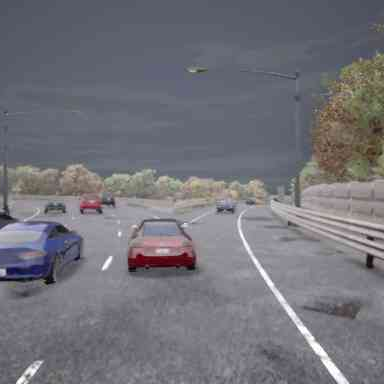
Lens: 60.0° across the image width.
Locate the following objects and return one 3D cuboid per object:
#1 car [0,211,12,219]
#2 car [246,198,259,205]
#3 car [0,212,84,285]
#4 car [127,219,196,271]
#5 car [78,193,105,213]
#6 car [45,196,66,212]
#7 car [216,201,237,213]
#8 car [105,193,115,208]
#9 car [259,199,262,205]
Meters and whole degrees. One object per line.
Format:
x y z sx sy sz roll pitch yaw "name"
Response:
-8.555 1.528 14.033 1.812 1.442 4.674 0 0 -10 "car"
12.082 1.940 67.887 1.837 1.490 4.892 0 -3 16 "car"
-4.338 1.527 9.279 1.812 1.442 4.674 0 0 -7 "car"
-1.043 1.564 10.971 1.994 1.385 4.181 0 0 -7 "car"
-11.203 1.224 36.639 2.150 2.045 5.566 0 0 -21 "car"
-15.445 1.356 37.603 2.097 1.767 4.553 0 0 -23 "car"
3.912 1.601 36.857 1.895 1.301 4.718 0 0 12 "car"
-12.752 1.225 48.451 2.150 2.045 5.566 0 0 -27 "car"
13.940 2.112 74.538 2.097 1.767 4.553 0 -3 16 "car"
